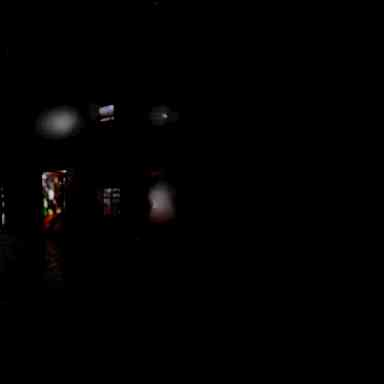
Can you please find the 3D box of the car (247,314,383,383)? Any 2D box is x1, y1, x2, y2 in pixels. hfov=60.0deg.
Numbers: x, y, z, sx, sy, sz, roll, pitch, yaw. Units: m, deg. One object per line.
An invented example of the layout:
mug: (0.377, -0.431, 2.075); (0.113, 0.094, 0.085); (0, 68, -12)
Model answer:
car: (2.561, 1.323, 1.219); (5.009, 1.841, 2.192); (0, -1, 36)
